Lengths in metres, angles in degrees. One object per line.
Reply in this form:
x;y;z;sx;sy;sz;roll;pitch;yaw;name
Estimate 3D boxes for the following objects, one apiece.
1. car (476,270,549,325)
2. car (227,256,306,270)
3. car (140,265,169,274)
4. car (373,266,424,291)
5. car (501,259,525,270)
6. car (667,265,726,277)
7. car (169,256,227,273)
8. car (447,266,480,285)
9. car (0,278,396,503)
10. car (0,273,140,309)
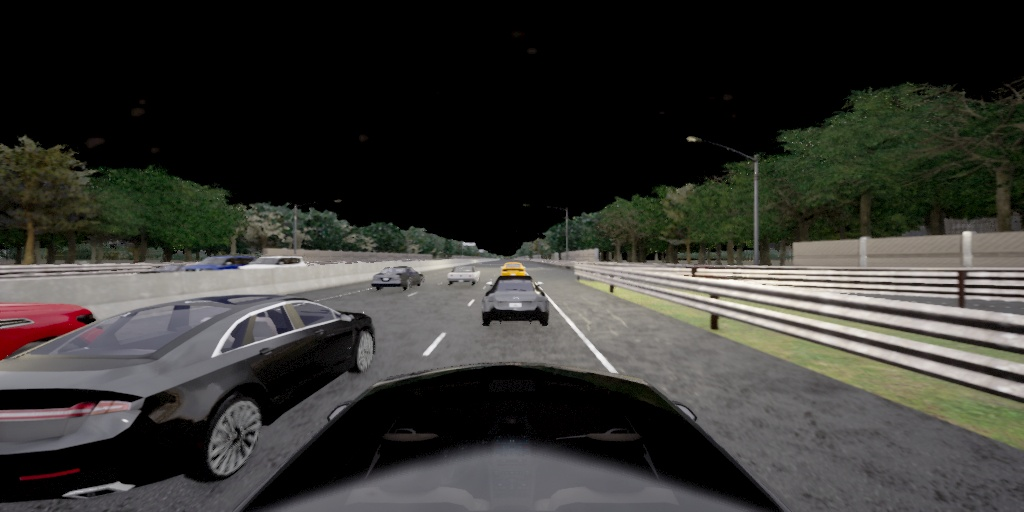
0.097;1.321;11.861;1.994;1.385;4.181;0;0;0;car
-17.546;1.008;26.467;2.150;2.045;5.566;0;0;1;car
-24.546;1.332;26.392;2.033;1.411;5.357;0;0;1;car
-6.908;1.322;22.145;2.033;1.411;5.357;0;0;0;car
0.091;1.271;29.575;1.882;1.535;5.008;0;0;0;car
14.072;1.439;27.708;1.812;1.442;4.674;1;-1;-23;car
-21.049;1.006;26.129;2.150;2.045;5.566;0;0;1;car
-3.409;1.385;26.229;1.895;1.301;4.718;0;0;0;car
-3.401;1.242;4.648;2.128;1.511;4.902;0;0;0;car
-6.900;0.972;2.793;2.150;2.045;5.566;0;0;0;car
